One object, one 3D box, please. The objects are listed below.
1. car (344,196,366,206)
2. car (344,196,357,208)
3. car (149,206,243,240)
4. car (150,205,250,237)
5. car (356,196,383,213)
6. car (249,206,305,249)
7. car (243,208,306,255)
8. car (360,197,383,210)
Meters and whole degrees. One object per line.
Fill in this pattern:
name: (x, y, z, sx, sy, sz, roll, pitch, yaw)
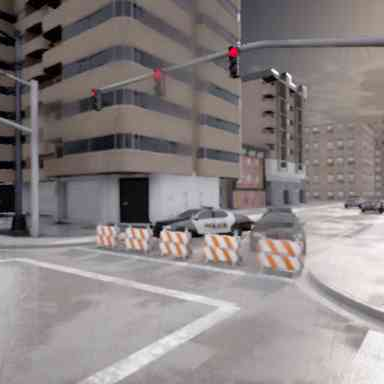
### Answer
car: (21.547, 1.193, 43.934, 1.853, 1.218, 4.536, -1, 0, 37)
car: (21.518, 1.351, 43.892, 2.038, 1.542, 4.974, -1, 0, 37)
car: (0.373, 1.483, 16.236, 4.974, 1.542, 2.038, 0, 0, -28)
car: (0.417, 1.325, 16.261, 4.536, 1.218, 1.853, 0, 0, -28)
car: (19.159, 1.353, 35.013, 2.038, 1.542, 4.974, -1, 0, 37)
car: (3.533, 1.291, 13.548, 1.853, 1.218, 4.536, -1, 0, 17)
car: (3.520, 1.448, 13.497, 2.038, 1.542, 4.974, -1, 0, 17)
car: (19.188, 1.195, 35.055, 1.853, 1.218, 4.536, -1, 0, 37)
